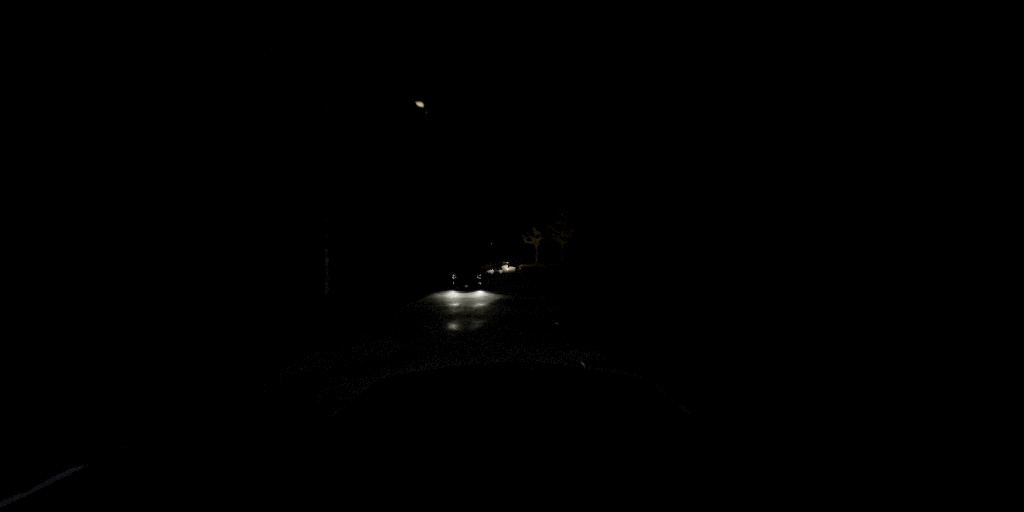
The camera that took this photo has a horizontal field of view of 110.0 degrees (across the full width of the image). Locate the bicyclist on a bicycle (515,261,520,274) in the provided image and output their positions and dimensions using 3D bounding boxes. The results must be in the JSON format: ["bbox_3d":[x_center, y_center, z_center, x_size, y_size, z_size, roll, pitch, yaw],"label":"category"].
[{"bbox_3d":[0.758,1.594,49.222,0.866,1.612,1.509,0,-1,0],"label":"bicyclist on a bicycle"}]

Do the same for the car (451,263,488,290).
[{"bbox_3d":[-2.841,1.301,24.531,2.097,1.767,4.553,0,-1,0],"label":"car"}]
